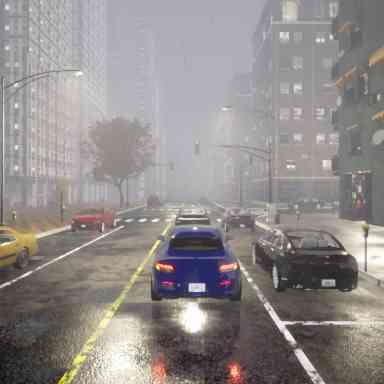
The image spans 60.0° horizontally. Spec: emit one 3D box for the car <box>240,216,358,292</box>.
[{"bbox_3d":[2.677,1.551,8.711,2.008,1.369,4.403,0,0,0],"label":"car"}]

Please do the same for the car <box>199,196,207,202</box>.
[{"bbox_3d":[2.548,1.598,79.949,1.752,1.417,4.829,0,0,0],"label":"car"}]

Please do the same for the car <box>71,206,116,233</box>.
[{"bbox_3d":[-5.723,1.549,19.762,1.887,1.381,4.507,0,0,0],"label":"car"}]

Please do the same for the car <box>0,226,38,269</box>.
[{"bbox_3d":[-5.703,1.526,8.526,1.752,1.417,4.829,0,0,0],"label":"car"}]

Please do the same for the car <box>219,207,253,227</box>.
[{"bbox_3d":[2.657,1.555,19.777,2.008,1.369,4.403,0,0,0],"label":"car"}]

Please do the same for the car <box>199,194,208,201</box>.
[{"bbox_3d":[2.558,1.630,74.256,1.947,1.339,4.313,0,0,0],"label":"car"}]

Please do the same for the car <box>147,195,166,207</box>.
[{"bbox_3d":[-5.783,1.349,52.150,2.192,1.841,5.009,0,0,0],"label":"car"}]

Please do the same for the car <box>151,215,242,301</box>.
[{"bbox_3d":[0.079,1.526,8.190,1.812,1.442,4.674,0,0,0],"label":"car"}]

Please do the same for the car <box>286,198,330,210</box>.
[{"bbox_3d":[13.358,1.359,39.202,4.403,1.369,2.008,-1,1,-1],"label":"car"}]

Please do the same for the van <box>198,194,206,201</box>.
[{"bbox_3d":[2.537,1.424,85.303,1.690,1.788,3.998,0,0,0],"label":"van"}]

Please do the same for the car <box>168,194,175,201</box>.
[{"bbox_3d":[-5.843,1.649,85.288,1.947,1.339,4.313,0,0,0],"label":"car"}]

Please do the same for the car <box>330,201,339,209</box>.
[{"bbox_3d":[18.755,1.259,39.267,4.829,1.417,1.752,-1,1,-1],"label":"car"}]

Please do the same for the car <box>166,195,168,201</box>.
[{"bbox_3d":[-5.793,1.607,57.673,1.947,1.339,4.313,0,0,0],"label":"car"}]

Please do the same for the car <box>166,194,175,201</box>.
[{"bbox_3d":[-5.854,1.409,90.810,2.192,1.841,5.009,0,0,0],"label":"car"}]

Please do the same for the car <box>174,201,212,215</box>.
[{"bbox_3d":[0.048,1.495,18.293,2.128,1.511,4.902,0,0,0],"label":"car"}]
